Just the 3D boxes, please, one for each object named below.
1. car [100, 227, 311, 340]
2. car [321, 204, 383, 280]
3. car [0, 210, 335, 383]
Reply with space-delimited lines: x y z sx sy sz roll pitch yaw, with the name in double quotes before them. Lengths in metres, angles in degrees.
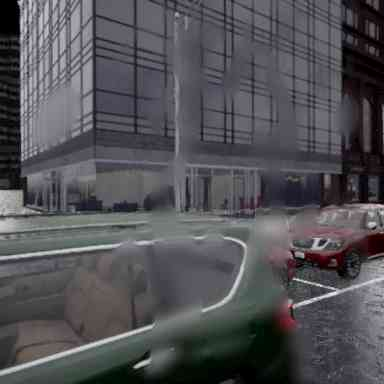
"car" 0.439 1.580 6.969 4.206 1.307 1.802 0 0 -36
"car" 4.853 1.312 10.125 5.009 1.841 2.192 0 0 -36
"car" -1.642 1.221 2.205 5.566 2.045 2.150 0 0 -36
